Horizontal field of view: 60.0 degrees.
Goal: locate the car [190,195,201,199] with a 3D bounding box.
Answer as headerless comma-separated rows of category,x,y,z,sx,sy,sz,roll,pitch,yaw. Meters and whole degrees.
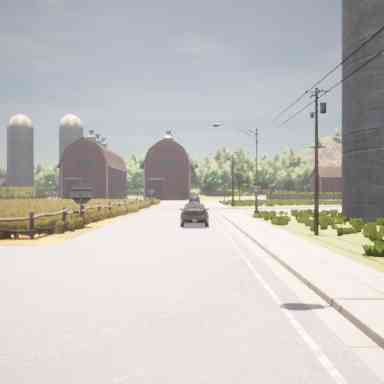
car,0.666,1.338,67.689,2.097,1.767,4.553,0,0,6

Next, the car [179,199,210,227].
car,0.175,1.504,22.993,1.837,1.490,4.892,0,0,0
